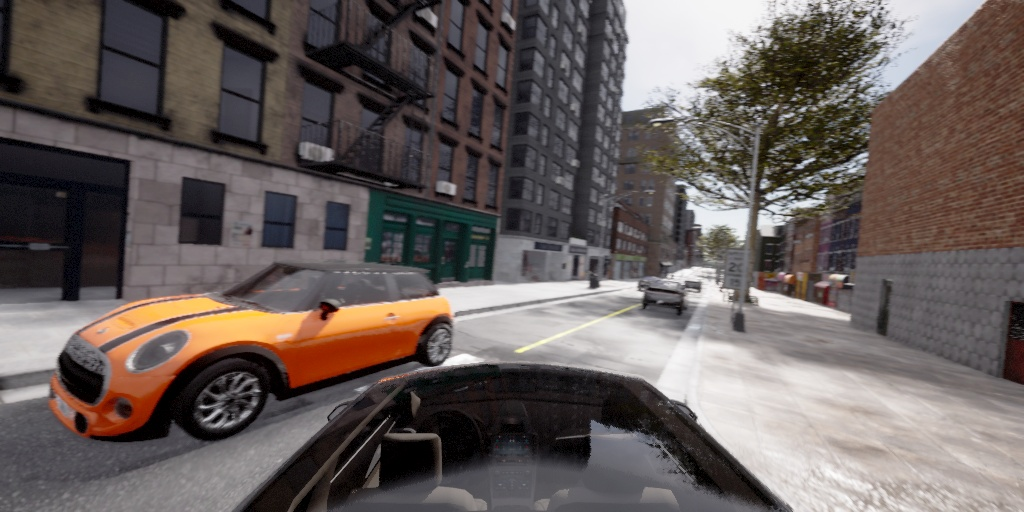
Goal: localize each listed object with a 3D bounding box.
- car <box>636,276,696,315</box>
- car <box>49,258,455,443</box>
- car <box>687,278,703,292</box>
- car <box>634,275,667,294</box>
[{"bbox_3d":[7.979,2.031,18.487,2.128,1.511,4.902,6,0,29],"label":"car"},{"bbox_3d":[-2.850,0.841,5.151,2.097,1.767,4.553,6,0,29],"label":"car"},{"bbox_3d":[21.128,3.324,41.953,2.128,1.511,4.902,6,0,29],"label":"car"},{"bbox_3d":[13.036,2.607,33.503,2.033,1.411,5.357,6,0,30],"label":"car"}]
